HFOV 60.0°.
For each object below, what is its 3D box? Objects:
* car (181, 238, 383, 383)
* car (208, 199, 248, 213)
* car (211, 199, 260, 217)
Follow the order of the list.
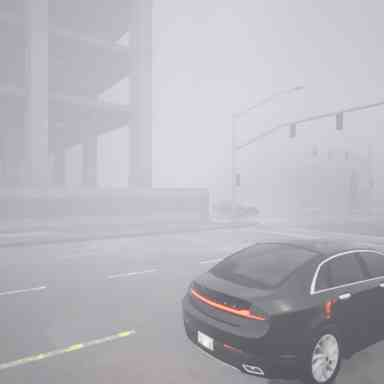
[{"bbox_3d":[2.143,1.505,5.317,4.892,1.490,1.837,0,0,-35],"label":"car"},{"bbox_3d":[4.037,1.526,37.874,1.812,1.442,4.674,0,0,-36],"label":"car"},{"bbox_3d":[4.172,1.601,31.720,1.895,1.301,4.718,0,0,-36],"label":"car"}]
